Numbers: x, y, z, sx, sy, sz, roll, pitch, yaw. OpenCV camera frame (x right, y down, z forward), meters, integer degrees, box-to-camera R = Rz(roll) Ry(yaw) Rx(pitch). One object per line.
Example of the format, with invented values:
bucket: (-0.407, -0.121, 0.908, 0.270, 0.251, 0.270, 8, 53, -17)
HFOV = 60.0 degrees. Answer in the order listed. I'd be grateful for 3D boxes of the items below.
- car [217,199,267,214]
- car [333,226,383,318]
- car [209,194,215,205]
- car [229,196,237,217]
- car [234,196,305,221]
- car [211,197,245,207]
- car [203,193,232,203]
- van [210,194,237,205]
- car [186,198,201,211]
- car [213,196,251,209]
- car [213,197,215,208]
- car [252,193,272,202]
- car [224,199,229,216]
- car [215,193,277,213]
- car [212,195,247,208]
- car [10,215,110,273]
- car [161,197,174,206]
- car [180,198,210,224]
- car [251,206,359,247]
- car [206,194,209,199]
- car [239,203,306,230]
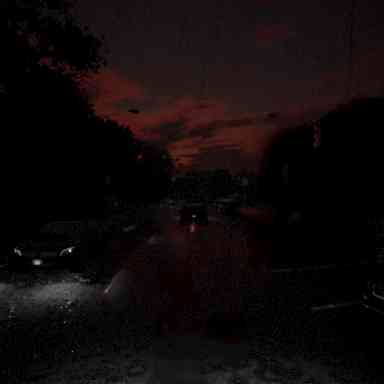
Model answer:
car: (5.373, 1.533, 35.881, 4.792, 1.488, 2.163, 1, 0, -20)
car: (5.312, 1.486, 5.878, 4.892, 1.521, 2.231, 1, 0, -20)
car: (5.393, 1.258, 38.883, 5.566, 2.045, 2.435, 1, 0, -20)
car: (5.381, 1.362, 23.892, 4.553, 1.767, 2.185, 1, 0, -20)
car: (5.369, 1.360, 20.890, 4.553, 1.767, 2.185, 1, 0, -20)
car: (5.468, 1.584, 50.906, 4.674, 1.452, 2.002, 1, 0, -20)
car: (5.528, 1.367, 71.956, 5.566, 2.045, 2.435, 1, 0, -20)
van: (5.606, 1.351, 59.964, 4.442, 1.987, 1.878, 1, 0, -20)
car: (0.179, 1.538, 42.677, 1.837, 1.490, 4.892, 0, 0, 0)
car: (5.412, 1.399, 44.897, 4.553, 1.767, 2.185, 1, 0, -20)
car: (5.213, 1.493, 32.824, 5.366, 1.575, 1.946, 1, 0, -20)
car: (18.521, 1.435, 87.925, 2.435, 2.045, 5.566, 0, 0, -21)
car: (5.357, 1.530, 26.888, 4.674, 1.452, 2.002, 1, 0, -20)
car: (5.364, 1.242, 29.866, 5.566, 2.045, 2.435, 1, 0, -20)
car: (5.425, 1.408, 47.898, 4.553, 1.767, 2.185, 1, 0, -20)
car: (-3.942, 1.522, 10.799, 1.812, 1.442, 4.674, 0, 0, 0)
car: (-3.988, 1.596, 54.735, 1.812, 1.442, 4.674, 0, 0, 0)
car: (0.133, 1.479, 24.745, 1.882, 1.535, 5.008, 0, 0, 0)
car: (5.320, 1.523, 14.879, 4.674, 1.452, 2.002, 1, 0, -20)
car: (5.480, 1.565, 56.918, 5.008, 1.535, 2.097, 1, 0, -20)
car: (5.299, 1.512, 17.870, 4.792, 1.488, 2.163, 1, 0, -20)
